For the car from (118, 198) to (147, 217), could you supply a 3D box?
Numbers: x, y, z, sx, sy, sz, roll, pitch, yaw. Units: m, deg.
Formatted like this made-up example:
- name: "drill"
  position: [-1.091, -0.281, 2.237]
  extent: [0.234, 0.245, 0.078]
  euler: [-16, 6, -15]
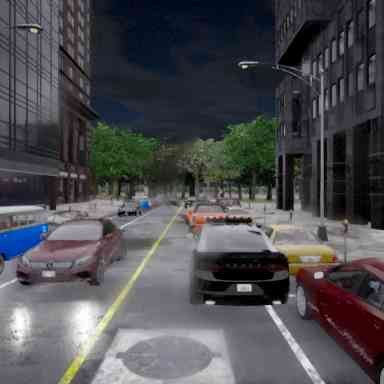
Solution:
- name: "car"
  position: [-5.799, 1.570, 31.610]
  extent: [1.947, 1.339, 4.313]
  euler: [0, 0, 0]

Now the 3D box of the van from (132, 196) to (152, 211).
- name: "van"
  position: [-5.806, 1.347, 37.048]
  extent: [1.690, 1.788, 3.998]
  euler: [0, 0, 0]

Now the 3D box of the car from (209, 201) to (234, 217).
- name: "car"
  position: [2.726, 1.555, 31.619]
  extent: [2.008, 1.369, 4.403]
  euler: [0, 0, 0]

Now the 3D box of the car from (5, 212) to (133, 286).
- name: "car"
  position: [-3.112, 1.526, 9.560]
  extent: [1.812, 1.442, 4.674]
  euler: [0, 0, 0]

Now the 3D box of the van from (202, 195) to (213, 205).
- name: "van"
  position: [2.695, 1.358, 58.807]
  extent: [1.690, 1.788, 3.998]
  euler: [0, 0, 0]

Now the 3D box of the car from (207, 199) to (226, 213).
- name: "car"
  position: [2.719, 1.531, 37.227]
  extent: [1.752, 1.417, 4.829]
  euler: [0, 0, 0]

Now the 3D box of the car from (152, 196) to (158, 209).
- name: "car"
  position: [-5.811, 1.533, 42.315]
  extent: [1.752, 1.417, 4.829]
  euler: [0, 0, 0]

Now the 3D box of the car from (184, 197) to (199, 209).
- name: "car"
  position: [-0.040, 1.514, 45.791]
  extent: [1.837, 1.490, 4.892]
  euler: [0, 0, 1]

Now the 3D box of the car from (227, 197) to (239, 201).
- name: "car"
  position: [2.732, 1.317, 26.182]
  extent: [2.192, 1.841, 5.009]
  euler: [0, 0, 0]

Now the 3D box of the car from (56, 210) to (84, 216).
- name: "car"
  position: [-5.781, 1.552, 15.297]
  extent: [2.008, 1.369, 4.403]
  euler: [0, 0, 0]

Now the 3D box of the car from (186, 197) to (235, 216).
- name: "car"
  position: [0.879, 1.352, 18.105]
  extent: [2.097, 1.767, 4.553]
  euler: [0, 0, 0]

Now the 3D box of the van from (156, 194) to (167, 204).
- name: "van"
  position: [-5.836, 1.362, 64.236]
  extent: [1.690, 1.788, 3.998]
  euler: [0, 0, 0]

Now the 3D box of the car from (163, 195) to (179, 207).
- name: "car"
  position: [-3.058, 1.614, 51.710]
  extent: [1.895, 1.301, 4.718]
  euler: [0, 0, 0]

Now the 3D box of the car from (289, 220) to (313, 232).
- name: "car"
  position: [2.750, 1.525, 10.039]
  extent: [1.752, 1.417, 4.829]
  euler: [0, 0, 0]

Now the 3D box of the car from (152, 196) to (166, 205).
- name: "car"
  position: [-5.830, 1.457, 58.798]
  extent: [1.967, 1.590, 4.097]
  euler: [0, 0, 0]

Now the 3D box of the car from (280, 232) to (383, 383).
- name: "car"
  position: [2.756, 1.545, 4.432]
  extent: [1.887, 1.381, 4.507]
  euler: [0, 0, 0]

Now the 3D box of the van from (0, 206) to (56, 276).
- name: "van"
  position: [-5.775, 1.341, 9.860]
  extent: [1.690, 1.788, 3.998]
  euler: [0, 0, 0]

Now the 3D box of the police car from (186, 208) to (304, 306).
- name: "police car"
  position: [0.890, 1.426, 8.244]
  extent: [1.930, 1.638, 5.238]
  euler: [0, 0, 0]

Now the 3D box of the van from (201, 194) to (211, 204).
- name: "van"
  position: [2.689, 1.362, 64.245]
  extent: [1.690, 1.788, 3.998]
  euler: [0, 0, 0]

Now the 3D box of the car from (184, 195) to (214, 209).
- name: "car"
  position: [0.689, 1.354, 24.132]
  extent: [2.097, 1.767, 4.553]
  euler: [0, 0, 2]

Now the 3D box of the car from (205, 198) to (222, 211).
- name: "car"
  position: [2.714, 1.553, 42.495]
  extent: [1.887, 1.381, 4.507]
  euler: [0, 0, 0]

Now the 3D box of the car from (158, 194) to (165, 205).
- name: "car"
  position: [-5.824, 1.539, 53.191]
  extent: [1.752, 1.417, 4.829]
  euler: [0, 0, 0]

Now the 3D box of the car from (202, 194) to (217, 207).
- name: "car"
  position: [2.701, 1.329, 53.370]
  extent: [2.192, 1.841, 5.009]
  euler: [0, 0, 0]

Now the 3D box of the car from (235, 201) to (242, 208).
- name: "car"
  position: [2.738, 1.527, 20.914]
  extent: [1.752, 1.417, 4.829]
  euler: [0, 0, 0]

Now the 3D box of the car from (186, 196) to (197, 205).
- name: "car"
  position: [-0.066, 1.522, 59.356]
  extent: [1.837, 1.490, 4.892]
  euler: [0, 0, 0]

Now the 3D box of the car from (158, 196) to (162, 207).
- name: "car"
  position: [-5.818, 1.577, 47.923]
  extent: [1.947, 1.339, 4.313]
  euler: [0, 0, 0]
